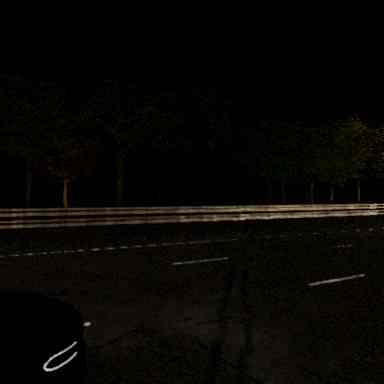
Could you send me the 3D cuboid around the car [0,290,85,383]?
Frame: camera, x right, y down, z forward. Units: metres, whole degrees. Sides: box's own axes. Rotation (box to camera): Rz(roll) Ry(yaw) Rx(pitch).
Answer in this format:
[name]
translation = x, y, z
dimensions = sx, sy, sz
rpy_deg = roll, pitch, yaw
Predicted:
[car]
translation = -3.440, 1.419, 2.602
dimensions = 5.008, 1.535, 1.882
rpy_deg = 1, 0, -29
